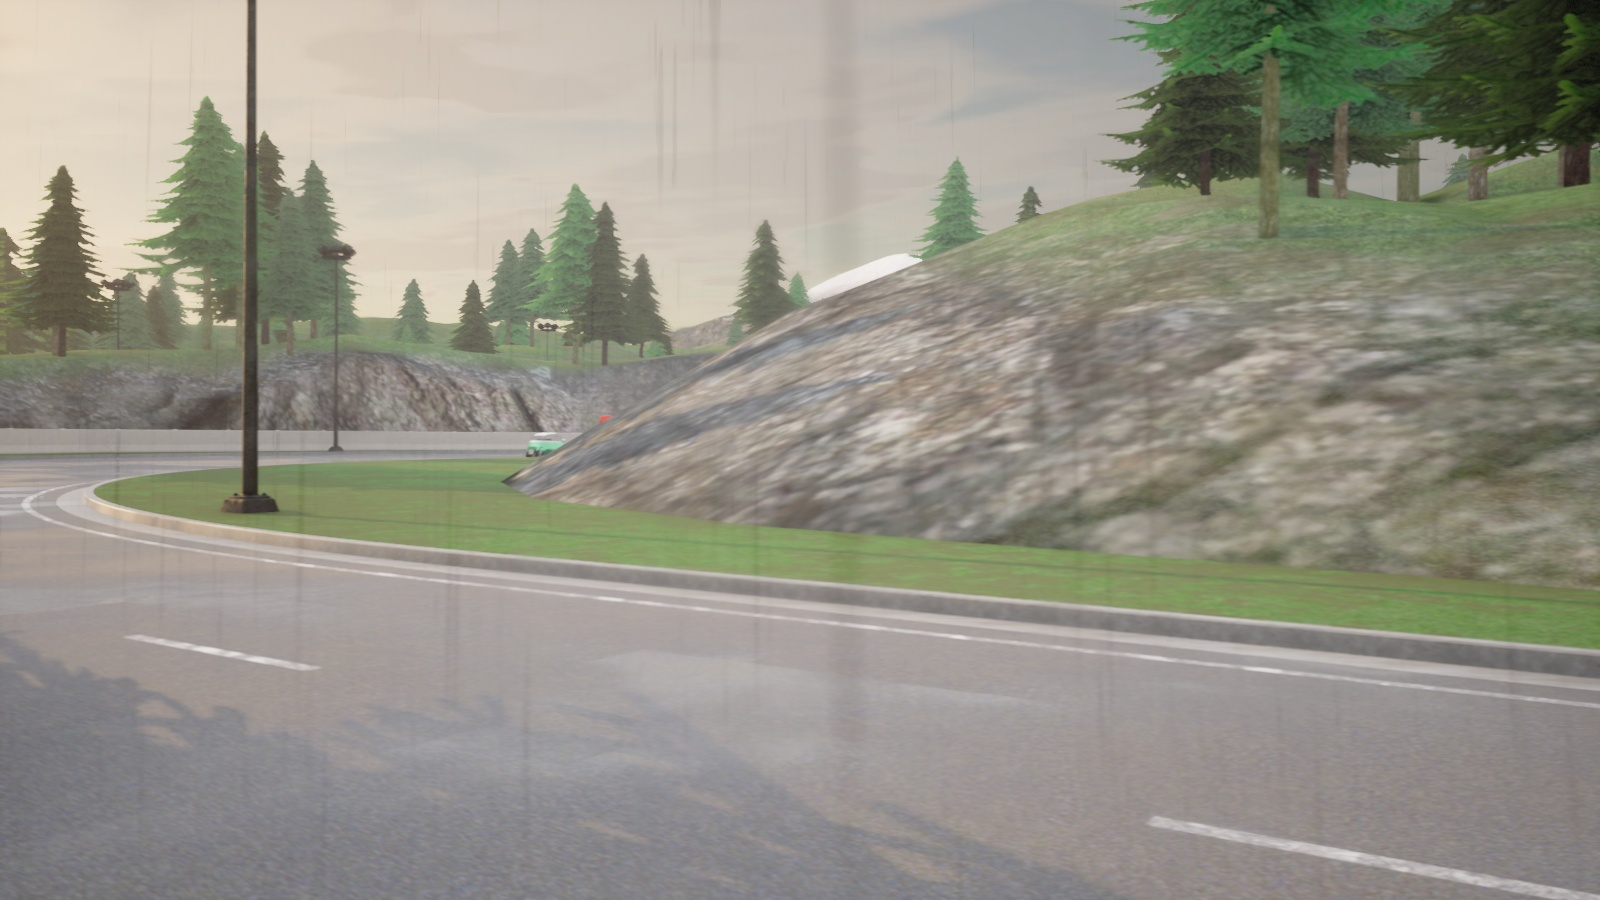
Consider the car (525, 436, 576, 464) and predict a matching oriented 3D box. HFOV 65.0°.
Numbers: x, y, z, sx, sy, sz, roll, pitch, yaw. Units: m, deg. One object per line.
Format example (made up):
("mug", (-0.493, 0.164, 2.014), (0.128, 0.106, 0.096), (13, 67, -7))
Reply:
("car", (-13.207, -0.003, 66.567), (1.481, 1.376, 2.207), (-1, 1, 38))
